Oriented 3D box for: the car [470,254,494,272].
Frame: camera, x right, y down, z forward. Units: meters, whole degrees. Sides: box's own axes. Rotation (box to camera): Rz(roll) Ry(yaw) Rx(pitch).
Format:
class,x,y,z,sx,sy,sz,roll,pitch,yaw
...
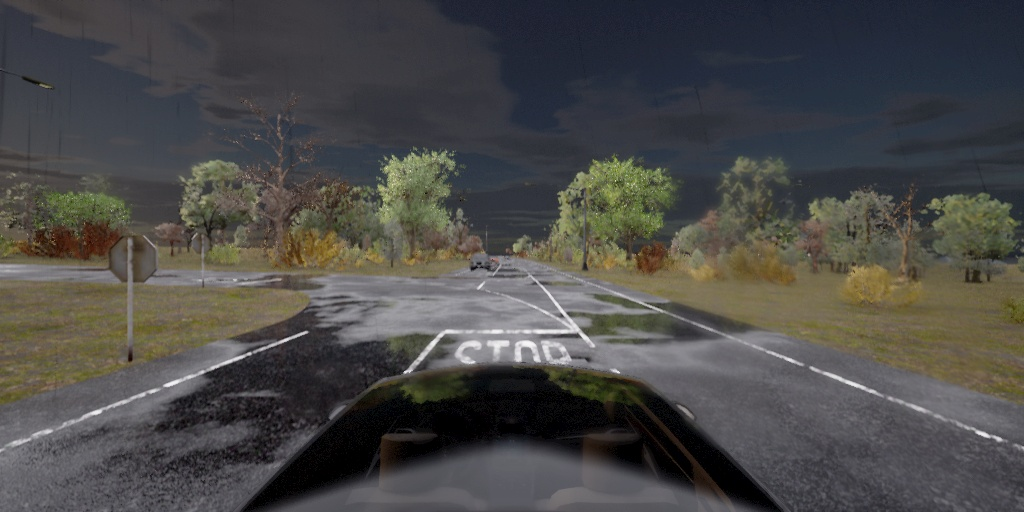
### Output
class,x,y,z,sx,sy,sz,roll,pitch,yaw
car,-3.559,0.742,41.293,2.150,2.045,5.566,0,0,0
